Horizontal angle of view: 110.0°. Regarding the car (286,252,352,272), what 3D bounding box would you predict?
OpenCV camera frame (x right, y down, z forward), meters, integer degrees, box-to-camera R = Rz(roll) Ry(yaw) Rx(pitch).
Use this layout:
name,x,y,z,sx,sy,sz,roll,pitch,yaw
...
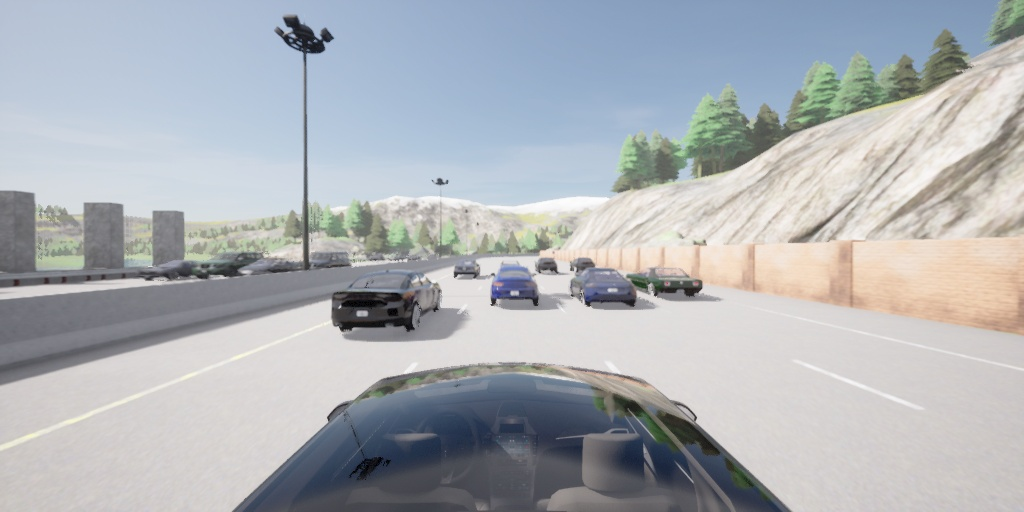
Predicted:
name,x,y,z,sx,sy,sz,roll,pitch,yaw
car,-14.277,0.681,27.362,2.150,2.045,5.566,0,0,-1

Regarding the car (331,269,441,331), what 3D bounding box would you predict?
name,x,y,z,sx,sy,sz,roll,pitch,yaw
car,-3.397,1.127,10.610,1.882,1.535,5.008,0,1,0

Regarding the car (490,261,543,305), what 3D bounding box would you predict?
name,x,y,z,sx,sy,sz,roll,pitch,yaw
car,0.078,1.126,14.962,1.812,1.442,4.674,0,1,0

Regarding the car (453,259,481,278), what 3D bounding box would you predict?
name,x,y,z,sx,sy,sz,roll,pitch,yaw
car,-3.623,0.985,29.326,2.033,1.411,5.357,0,1,-1

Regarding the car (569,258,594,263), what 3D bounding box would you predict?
name,x,y,z,sx,sy,sz,roll,pitch,yaw
car,6.756,0.883,34.717,1.837,1.490,4.892,0,1,-1

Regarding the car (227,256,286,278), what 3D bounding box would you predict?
name,x,y,z,sx,sy,sz,roll,pitch,yaw
car,-17.756,0.962,26.337,2.128,1.511,4.902,0,1,-1

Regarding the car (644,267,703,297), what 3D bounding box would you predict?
name,x,y,z,sx,sy,sz,roll,pitch,yaw
car,7.075,1.176,17.293,1.895,1.301,4.718,0,1,0

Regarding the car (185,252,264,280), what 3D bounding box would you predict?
name,x,y,z,sx,sy,sz,roll,pitch,yaw
car,-21.279,0.679,27.453,2.150,2.045,5.566,0,0,-1

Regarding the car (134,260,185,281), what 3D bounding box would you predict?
name,x,y,z,sx,sy,sz,roll,pitch,yaw
car,-24.769,1.009,26.896,2.033,1.411,5.357,0,1,-1

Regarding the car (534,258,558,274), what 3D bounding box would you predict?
name,x,y,z,sx,sy,sz,roll,pitch,yaw
car,3.255,0.883,34.710,1.837,1.490,4.892,0,1,-1

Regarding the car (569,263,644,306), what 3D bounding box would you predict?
name,x,y,z,sx,sy,sz,roll,pitch,yaw
car,3.588,1.167,14.793,1.994,1.385,4.181,0,1,0
